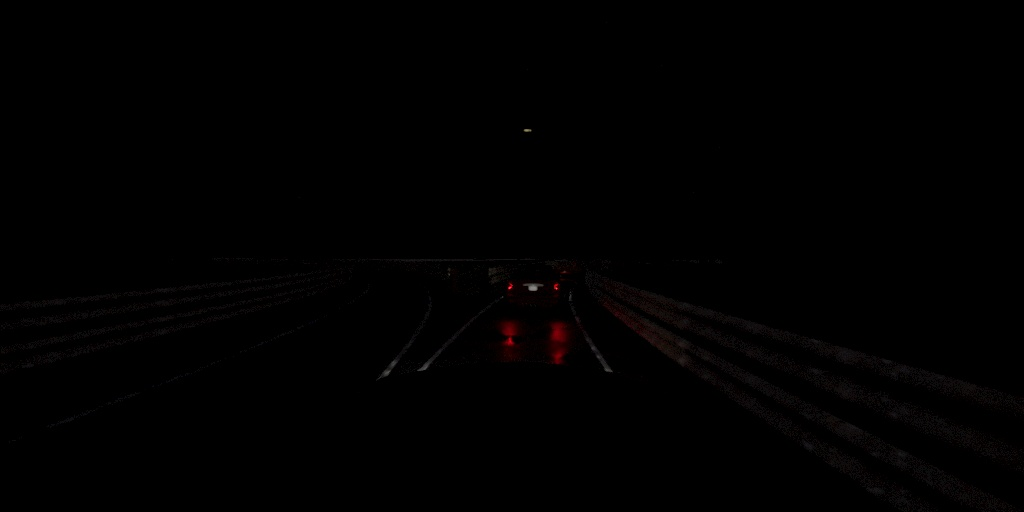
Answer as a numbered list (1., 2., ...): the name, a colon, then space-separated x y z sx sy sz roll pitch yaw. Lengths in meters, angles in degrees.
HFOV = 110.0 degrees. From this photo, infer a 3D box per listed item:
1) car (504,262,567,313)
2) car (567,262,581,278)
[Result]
1. car: 0.955 1.119 14.275 2.097 1.767 4.553 0 0 6
2. car: 5.557 1.289 34.851 1.882 1.535 5.008 0 0 18
